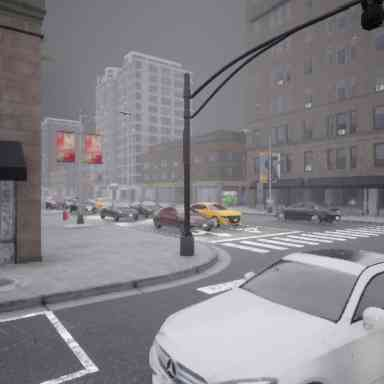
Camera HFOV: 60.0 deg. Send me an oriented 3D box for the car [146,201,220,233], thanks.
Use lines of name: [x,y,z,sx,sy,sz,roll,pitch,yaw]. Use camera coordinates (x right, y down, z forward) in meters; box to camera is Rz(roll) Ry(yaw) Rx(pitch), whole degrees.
car: [-0.667,1.505,19.601,1.812,1.442,4.674,0,0,-35]

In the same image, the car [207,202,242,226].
car: [1.244,1.451,22.488,1.882,1.535,5.008,0,0,-35]

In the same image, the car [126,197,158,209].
car: [-6.864,1.477,45.167,2.033,1.411,5.357,0,0,-36]

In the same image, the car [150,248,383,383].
car: [1.763,1.526,4.240,4.674,1.442,1.812,0,0,-32]

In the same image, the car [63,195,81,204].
car: [-21.711,1.406,60.187,1.837,1.490,4.892,0,0,-36]

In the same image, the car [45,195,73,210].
car: [-17.429,1.288,42.874,2.097,1.767,4.553,0,0,-35]

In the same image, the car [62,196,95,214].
car: [-11.433,1.443,34.509,2.128,1.511,4.902,0,0,-36]

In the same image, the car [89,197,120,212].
car: [-10.136,1.421,38.272,1.882,1.535,5.008,0,0,-36]

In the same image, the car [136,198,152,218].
car: [-4.199,1.485,30.051,1.812,1.442,4.674,0,0,-36]

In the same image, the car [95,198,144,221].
car: [-5.988,1.491,26.975,1.812,1.442,4.674,0,0,-36]

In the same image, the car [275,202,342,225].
car: [8.291,1.473,24.173,1.837,1.490,4.892,0,0,-36]
